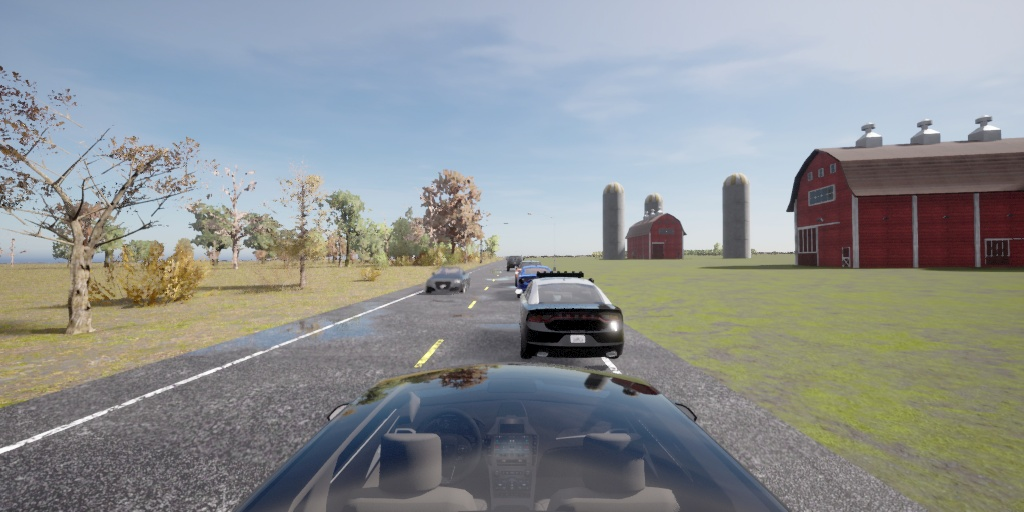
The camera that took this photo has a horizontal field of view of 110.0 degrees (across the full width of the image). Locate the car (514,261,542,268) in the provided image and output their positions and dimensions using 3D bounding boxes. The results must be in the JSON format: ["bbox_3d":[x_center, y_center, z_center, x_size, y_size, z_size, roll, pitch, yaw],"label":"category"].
[{"bbox_3d":[1.204,1.228,18.446,1.882,1.535,5.008,0,0,0],"label":"car"}]

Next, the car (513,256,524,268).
[{"bbox_3d":[1.254,1.100,24.416,2.097,1.767,4.553,0,0,0],"label":"car"}]

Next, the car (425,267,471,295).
[{"bbox_3d":[-3.433,1.314,19.876,1.994,1.385,4.181,0,0,1],"label":"car"}]

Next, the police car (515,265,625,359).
[{"bbox_3d":[1.119,1.176,8.556,1.930,1.638,5.238,0,0,0],"label":"police car"}]

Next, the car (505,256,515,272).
[{"bbox_3d":[0.431,0.962,47.358,2.150,2.045,5.566,0,0,1],"label":"car"}]
